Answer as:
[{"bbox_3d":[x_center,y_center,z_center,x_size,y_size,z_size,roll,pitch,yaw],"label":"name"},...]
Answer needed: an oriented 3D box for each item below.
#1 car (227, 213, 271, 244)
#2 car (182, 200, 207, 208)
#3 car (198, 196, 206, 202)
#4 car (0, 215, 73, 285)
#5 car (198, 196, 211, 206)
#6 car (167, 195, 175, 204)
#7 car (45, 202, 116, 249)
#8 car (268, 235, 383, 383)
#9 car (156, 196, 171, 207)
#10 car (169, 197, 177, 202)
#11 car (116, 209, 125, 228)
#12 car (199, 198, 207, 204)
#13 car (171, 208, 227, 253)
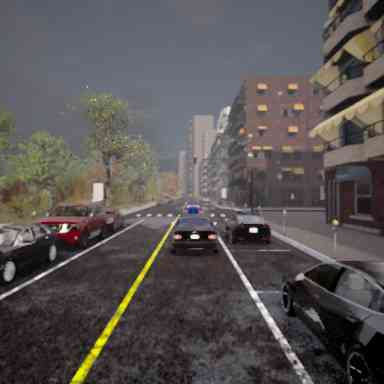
[{"bbox_3d":[2.571,1.641,15.961,1.947,1.339,4.313,1,0,0],"label":"car"},{"bbox_3d":[0.104,1.659,28.080,1.812,1.442,4.674,0,0,0],"label":"car"},{"bbox_3d":[2.561,1.890,88.194,1.967,1.590,4.097,1,0,0],"label":"car"},{"bbox_3d":[-5.308,1.596,9.550,2.008,1.369,4.403,1,0,0],"label":"car"},{"bbox_3d":[2.565,1.844,59.778,2.008,1.369,4.403,1,0,0],"label":"car"},{"bbox_3d":[-5.315,1.666,70.326,2.192,1.841,5.009,1,0,0],"label":"car"},{"bbox_3d":[-5.307,1.387,15.205,2.192,1.841,5.009,1,0,0],"label":"car"},{"bbox_3d":[2.572,1.588,4.640,1.947,1.339,4.313,1,0,0],"label":"car"},{"bbox_3d":[-5.316,1.834,58.973,1.887,1.381,4.507,1,0,0],"label":"car"},{"bbox_3d":[-5.321,2.029,93.028,2.008,1.369,4.403,1,0,0],"label":"car"},{"bbox_3d":[-5.310,1.681,20.858,1.802,1.307,4.206,1,0,0],"label":"car"},{"bbox_3d":[2.562,1.968,76.827,1.802,1.307,4.206,1,0,0],"label":"car"},{"bbox_3d":[0.098,1.614,14.018,2.033,1.411,5.357,0,0,0],"label":"car"}]
